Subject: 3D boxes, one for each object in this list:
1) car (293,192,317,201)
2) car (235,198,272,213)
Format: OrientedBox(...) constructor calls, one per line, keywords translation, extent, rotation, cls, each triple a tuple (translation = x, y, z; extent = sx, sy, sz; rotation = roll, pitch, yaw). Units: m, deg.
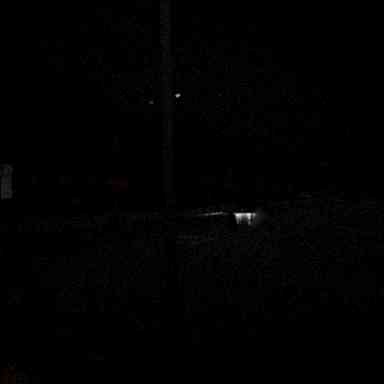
OrientedBox(translation=(15.341, 0.780, 45.845), extent=(1.812, 1.442, 4.674), rotation=(-2, -1, 36), cls="car")
OrientedBox(translation=(6.273, 1.271, 33.288), extent=(2.033, 1.411, 5.357), rotation=(-2, -1, 36), cls="car")
